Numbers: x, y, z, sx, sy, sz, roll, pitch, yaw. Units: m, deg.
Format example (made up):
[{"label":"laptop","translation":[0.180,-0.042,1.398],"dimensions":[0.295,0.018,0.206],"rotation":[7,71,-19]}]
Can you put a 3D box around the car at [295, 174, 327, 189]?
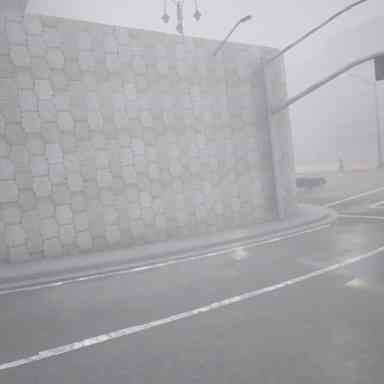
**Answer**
[{"label":"car","translation":[10.002,-1.018,30.959],"dimensions":[1.895,1.301,4.718],"rotation":[-11,6,-35]}]

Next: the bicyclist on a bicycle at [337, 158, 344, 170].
[{"label":"bicyclist on a bicycle","translation":[20.049,-3.826,44.883],"dimensions":[1.656,1.620,0.582],"rotation":[-11,6,-35]}]
